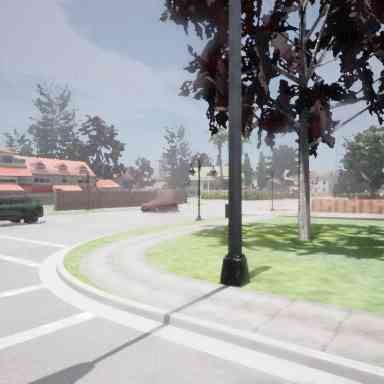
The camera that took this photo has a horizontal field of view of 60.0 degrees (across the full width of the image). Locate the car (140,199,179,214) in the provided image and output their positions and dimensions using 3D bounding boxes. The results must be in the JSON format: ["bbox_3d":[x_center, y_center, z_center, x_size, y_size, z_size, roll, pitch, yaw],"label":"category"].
[{"bbox_3d":[-3.475,1.478,36.225,1.882,1.535,5.008,0,0,34],"label":"car"}]

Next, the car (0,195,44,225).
[{"bbox_3d":[-12.827,1.231,22.333,2.150,2.045,5.566,0,0,33],"label":"car"}]
